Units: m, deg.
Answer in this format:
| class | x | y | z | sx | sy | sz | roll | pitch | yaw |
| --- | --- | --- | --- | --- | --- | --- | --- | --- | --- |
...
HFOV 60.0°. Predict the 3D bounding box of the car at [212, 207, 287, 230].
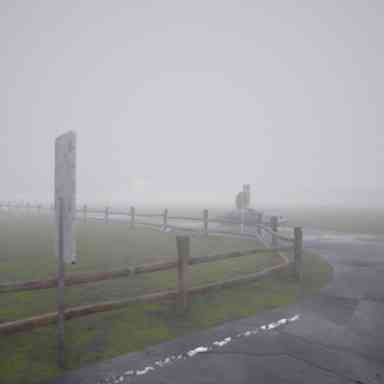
| class | x | y | z | sx | sy | sz | roll | pitch | yaw |
| --- | --- | --- | --- | --- | --- | --- | --- | --- | --- |
| car | 3.766 | 1.720 | 22.824 | 2.033 | 1.411 | 5.357 | 0 | -1 | -42 |
